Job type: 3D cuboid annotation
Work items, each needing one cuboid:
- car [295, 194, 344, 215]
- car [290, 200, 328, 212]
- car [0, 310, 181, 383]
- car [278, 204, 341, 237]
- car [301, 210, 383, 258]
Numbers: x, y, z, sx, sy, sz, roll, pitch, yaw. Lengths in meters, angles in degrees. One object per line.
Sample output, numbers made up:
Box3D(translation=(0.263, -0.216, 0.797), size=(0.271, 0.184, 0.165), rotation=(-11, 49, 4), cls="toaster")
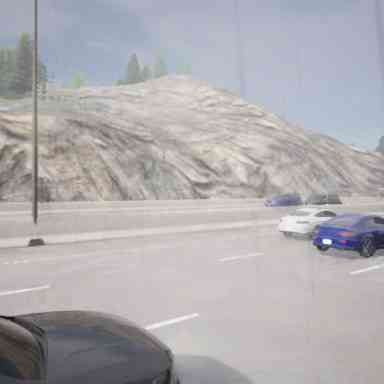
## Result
Box3D(translation=(13.502, 1.219, 35.132), size=(5.566, 2.045, 2.150), rotation=(0, 0, -35), cls="car")
Box3D(translation=(13.993, 1.602, 39.778), size=(4.718, 1.301, 1.895), rotation=(0, 0, -35), cls="car")
Box3D(translation=(-2.329, 1.505, 2.085), size=(4.892, 1.490, 1.837), rotation=(0, 0, -36), cls="car")
Box3D(translation=(6.356, 1.526, 16.887), size=(4.674, 1.442, 1.812), rotation=(0, 0, -36), cls="car")
Box3D(translation=(6.475, 1.526, 12.671), size=(4.674, 1.442, 1.812), rotation=(0, 0, -36), cls="car")
